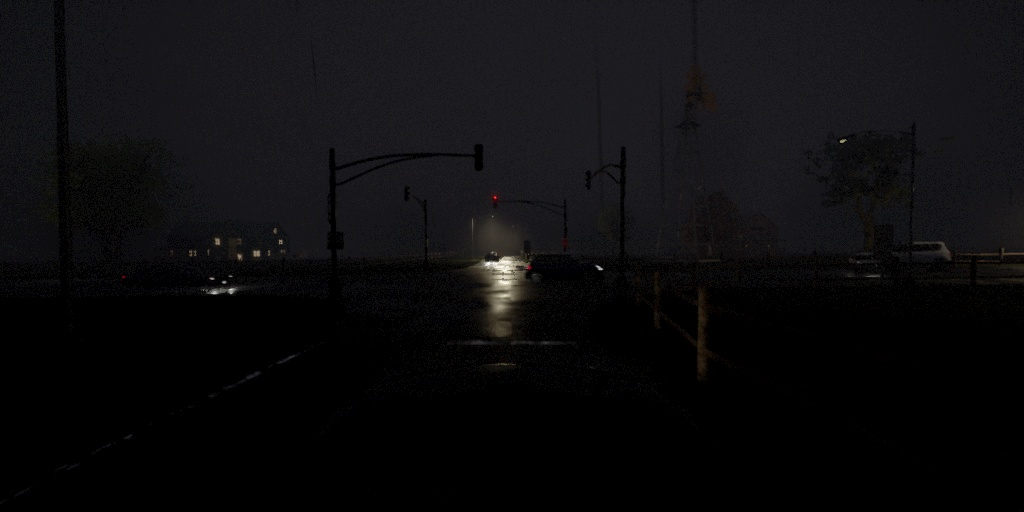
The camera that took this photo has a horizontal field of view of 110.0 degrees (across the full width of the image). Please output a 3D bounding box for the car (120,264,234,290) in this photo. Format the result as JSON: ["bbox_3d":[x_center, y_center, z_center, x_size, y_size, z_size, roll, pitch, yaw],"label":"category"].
[{"bbox_3d":[-19.527,1.171,20.991,5.357,1.411,2.033,-1,2,0],"label":"car"}]

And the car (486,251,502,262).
[{"bbox_3d":[-2.956,0.101,54.413,2.128,1.511,4.902,0,1,0],"label":"car"}]

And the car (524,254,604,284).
[{"bbox_3d":[2.999,0.647,21.030,4.553,1.767,2.097,-1,2,0],"label":"car"}]

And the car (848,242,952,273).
[{"bbox_3d":[26.604,0.063,24.663,5.566,2.045,2.150,-1,2,0],"label":"car"}]
